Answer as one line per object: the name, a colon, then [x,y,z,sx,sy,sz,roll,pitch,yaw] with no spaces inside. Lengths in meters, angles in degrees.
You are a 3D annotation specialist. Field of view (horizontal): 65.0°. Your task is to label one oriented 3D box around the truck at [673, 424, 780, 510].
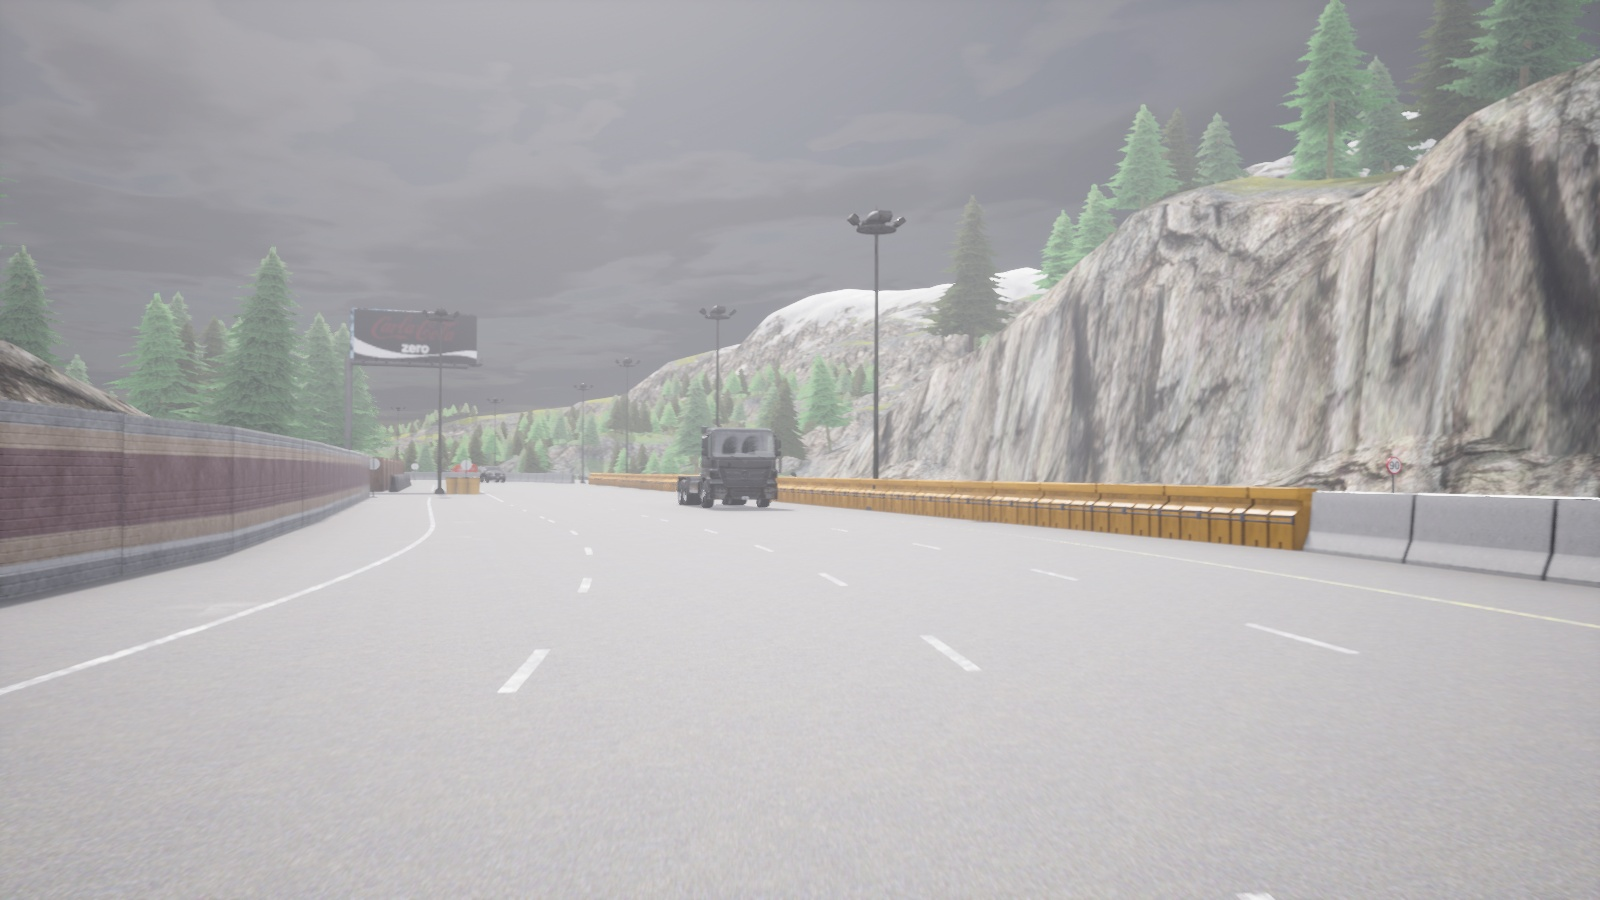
truck: [-3.357,0.763,54.692,2.891,3.462,7.936,0,-1,-17]
